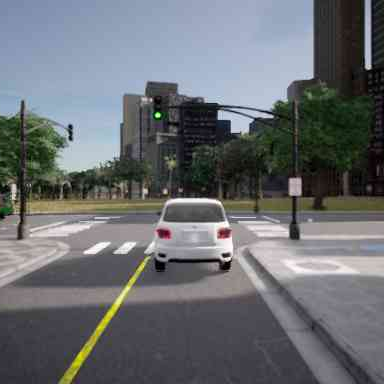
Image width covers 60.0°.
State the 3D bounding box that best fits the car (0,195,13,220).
[{"bbox_3d":[-17.429,1.279,26.680,5.566,2.045,2.150,-1,0,-4],"label":"car"}]

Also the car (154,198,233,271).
[{"bbox_3d":[-0.027,1.208,11.010,2.150,2.045,5.566,0,0,-2],"label":"car"}]
